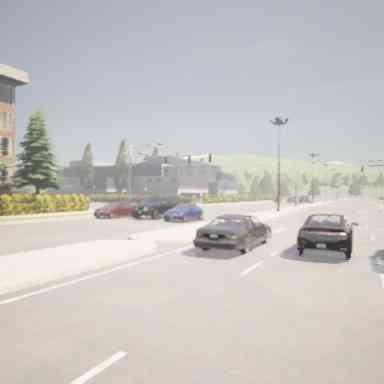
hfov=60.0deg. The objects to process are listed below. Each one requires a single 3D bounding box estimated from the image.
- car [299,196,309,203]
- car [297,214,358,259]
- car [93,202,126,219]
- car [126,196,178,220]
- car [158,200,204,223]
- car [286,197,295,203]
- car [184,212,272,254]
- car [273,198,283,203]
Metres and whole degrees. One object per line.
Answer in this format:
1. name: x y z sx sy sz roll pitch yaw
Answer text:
1. car: 30.122 1.997 89.282 2.150 2.045 5.566 0 0 27
2. car: 5.461 1.617 13.327 2.128 1.511 4.902 0 0 27
3. car: -6.843 1.626 30.199 1.812 1.442 4.674 0 -1 27
4. car: -3.079 1.361 29.883 2.150 2.045 5.566 0 -1 26
5. car: -0.530 1.669 27.172 1.812 1.442 4.674 0 -1 27
6. car: 27.036 2.107 90.935 2.097 1.767 4.553 0 0 27
7. car: 1.912 1.642 14.076 2.033 1.411 5.357 0 0 27
8. car: 23.893 2.326 92.480 1.895 1.301 4.718 0 0 27
